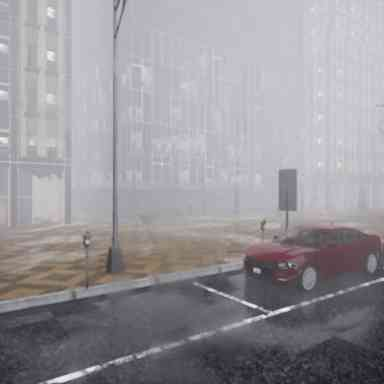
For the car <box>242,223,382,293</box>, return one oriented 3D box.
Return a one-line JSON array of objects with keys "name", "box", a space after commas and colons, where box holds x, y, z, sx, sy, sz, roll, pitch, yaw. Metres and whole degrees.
[{"name": "car", "box": [3.316, 1.551, 8.907, 4.507, 1.381, 1.887, 0, 0, -35]}]
